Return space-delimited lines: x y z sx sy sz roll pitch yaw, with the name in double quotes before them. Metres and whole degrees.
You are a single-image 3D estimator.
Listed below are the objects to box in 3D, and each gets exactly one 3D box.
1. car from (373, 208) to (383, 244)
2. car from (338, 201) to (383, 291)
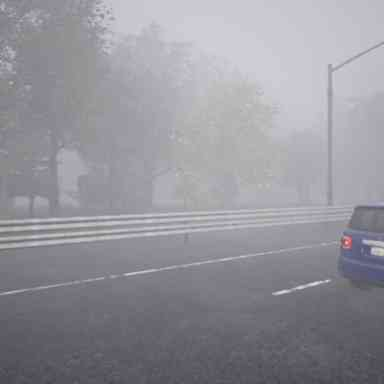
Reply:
"car" 10.524 1.497 15.300 4.892 1.490 1.837 0 0 -34
"car" 5.712 1.216 7.758 5.566 2.045 2.150 0 0 -35
